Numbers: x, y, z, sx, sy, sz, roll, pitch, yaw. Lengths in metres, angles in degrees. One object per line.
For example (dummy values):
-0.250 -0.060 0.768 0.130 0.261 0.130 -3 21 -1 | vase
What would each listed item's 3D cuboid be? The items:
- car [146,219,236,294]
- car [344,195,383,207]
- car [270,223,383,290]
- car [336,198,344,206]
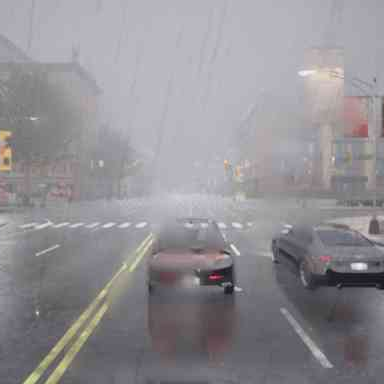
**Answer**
-0.019 1.436 8.605 2.128 1.511 4.902 0 0 0 | car
23.017 1.205 43.168 5.008 1.535 1.882 0 0 0 | car
3.480 1.507 8.943 1.994 1.385 4.181 0 0 0 | car
22.798 1.197 46.663 4.902 1.511 2.128 0 0 0 | car
